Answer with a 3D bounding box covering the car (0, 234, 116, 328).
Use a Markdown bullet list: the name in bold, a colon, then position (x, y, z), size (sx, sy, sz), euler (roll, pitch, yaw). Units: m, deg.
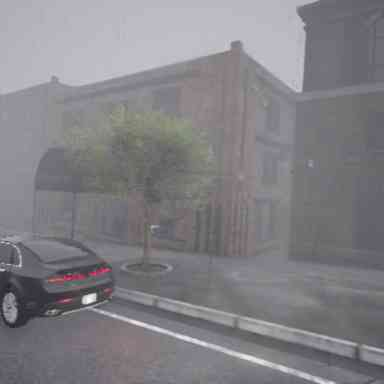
- **car**: position (-3.808, 1.724, 7.487), size (4.892, 1.490, 1.837), euler (-1, -2, 36)
